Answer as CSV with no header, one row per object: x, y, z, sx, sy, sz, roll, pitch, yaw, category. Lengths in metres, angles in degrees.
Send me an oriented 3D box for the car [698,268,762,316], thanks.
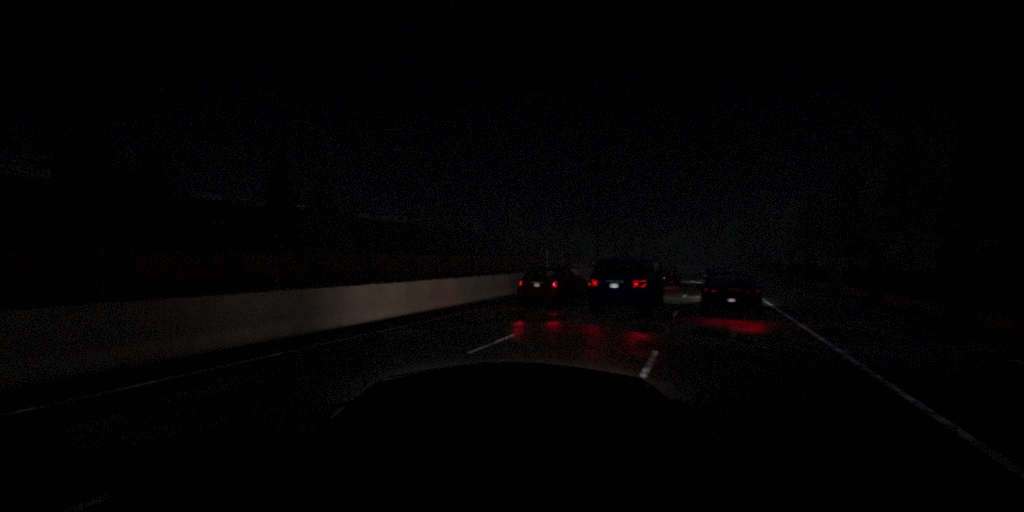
8.619,1.355,14.330,1.882,1.535,5.008,0,0,28,car

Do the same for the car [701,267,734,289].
15.339,1.572,26.934,1.994,1.385,4.181,0,-1,28,car

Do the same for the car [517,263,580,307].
2.045,1.264,16.894,2.097,1.767,4.553,0,-1,28,car

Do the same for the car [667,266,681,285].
12.581,1.512,29.195,1.882,1.535,5.008,0,0,29,car

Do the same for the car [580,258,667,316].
4.723,1.109,14.497,2.150,2.045,5.566,0,0,28,car
